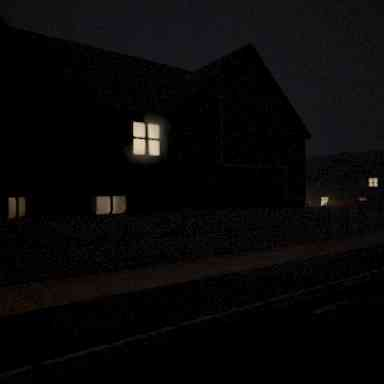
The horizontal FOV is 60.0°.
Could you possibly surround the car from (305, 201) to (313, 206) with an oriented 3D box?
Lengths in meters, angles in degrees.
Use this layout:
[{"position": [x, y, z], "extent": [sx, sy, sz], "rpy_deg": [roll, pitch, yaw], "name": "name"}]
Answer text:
[{"position": [10.115, 1.692, 32.505], "extent": [2.150, 2.045, 5.566], "rpy_deg": [-1, -1, -36], "name": "car"}]
